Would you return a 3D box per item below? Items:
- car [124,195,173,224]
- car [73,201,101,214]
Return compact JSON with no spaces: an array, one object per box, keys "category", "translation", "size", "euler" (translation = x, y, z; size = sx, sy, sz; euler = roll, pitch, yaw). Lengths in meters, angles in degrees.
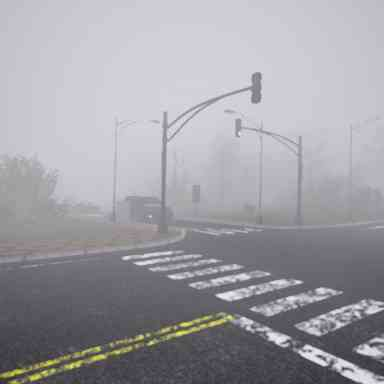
[{"category":"car","translation":[-3.603,1.304,25.821],"size":[2.150,2.045,5.566],"euler":[2,-2,-35]},{"category":"car","translation":[-11.660,1.726,36.813],"size":[1.994,1.385,4.181],"euler":[2,-1,-35]}]
